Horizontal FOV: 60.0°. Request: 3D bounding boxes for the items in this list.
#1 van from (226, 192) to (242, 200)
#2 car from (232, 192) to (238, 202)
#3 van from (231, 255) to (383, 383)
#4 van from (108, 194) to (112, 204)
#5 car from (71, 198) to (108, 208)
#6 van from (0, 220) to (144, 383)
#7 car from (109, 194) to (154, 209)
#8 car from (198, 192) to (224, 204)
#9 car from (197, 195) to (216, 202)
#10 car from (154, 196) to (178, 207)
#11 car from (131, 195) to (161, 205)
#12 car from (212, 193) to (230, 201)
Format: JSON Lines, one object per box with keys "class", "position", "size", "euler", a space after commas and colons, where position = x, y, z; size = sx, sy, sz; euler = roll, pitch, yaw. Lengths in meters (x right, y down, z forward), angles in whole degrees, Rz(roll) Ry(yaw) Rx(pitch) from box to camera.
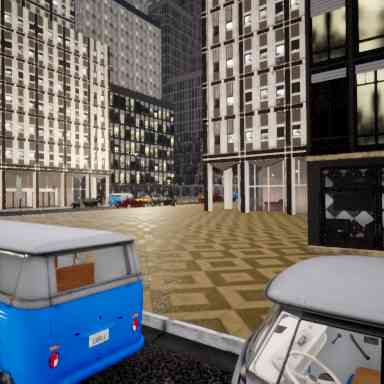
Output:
{"class": "van", "position": [9.566, 0.871, 75.602], "size": [1.690, 1.788, 3.998], "euler": [0, 0, 36]}
{"class": "car", "position": [6.345, 1.100, 57.026], "size": [2.008, 1.369, 4.403], "euler": [0, 0, 36]}
{"class": "van", "position": [2.030, 1.341, 1.439], "size": [3.998, 1.788, 1.690], "euler": [0, -1, 36]}
{"class": "van", "position": [-10.436, 1.134, 48.304], "size": [1.690, 1.788, 3.998], "euler": [0, 0, 36]}
{"class": "car", "position": [-13.768, 1.402, 43.755], "size": [1.947, 1.339, 4.313], "euler": [0, 0, 36]}
{"class": "van", "position": [-2.509, 1.342, 4.678], "size": [3.998, 1.788, 1.690], "euler": [0, -1, 36]}
{"class": "car", "position": [-6.985, 1.266, 38.835], "size": [1.887, 1.381, 4.507], "euler": [0, 0, 36]}
{"class": "car", "position": [3.010, 0.907, 52.478], "size": [2.192, 1.841, 5.009], "euler": [0, 0, 36]}
{"class": "car", "position": [2.901, 1.201, 66.503], "size": [1.802, 1.307, 4.206], "euler": [0, 0, 36]}
{"class": "car", "position": [-3.653, 1.229, 43.383], "size": [2.008, 1.369, 4.403], "euler": [0, 0, 36]}
{"class": "car", "position": [-7.201, 1.277, 52.717], "size": [1.752, 1.417, 4.829], "euler": [0, 0, 36]}
{"class": "car", "position": [6.233, 1.015, 71.052], "size": [1.967, 1.590, 4.097], "euler": [0, 0, 36]}
